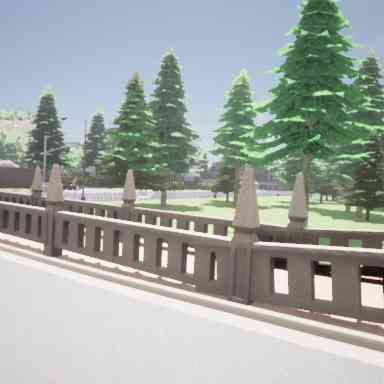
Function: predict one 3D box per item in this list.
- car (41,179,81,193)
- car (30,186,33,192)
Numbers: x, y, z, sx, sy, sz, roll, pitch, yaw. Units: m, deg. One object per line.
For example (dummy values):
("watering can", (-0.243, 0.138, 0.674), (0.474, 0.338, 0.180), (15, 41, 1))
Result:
("car", (-16.689, -0.954, 43.072), (2.097, 1.767, 4.553), (4, 3, 37))
("car", (-19.527, -0.582, 45.170), (1.812, 1.442, 4.674), (4, 3, 37))
